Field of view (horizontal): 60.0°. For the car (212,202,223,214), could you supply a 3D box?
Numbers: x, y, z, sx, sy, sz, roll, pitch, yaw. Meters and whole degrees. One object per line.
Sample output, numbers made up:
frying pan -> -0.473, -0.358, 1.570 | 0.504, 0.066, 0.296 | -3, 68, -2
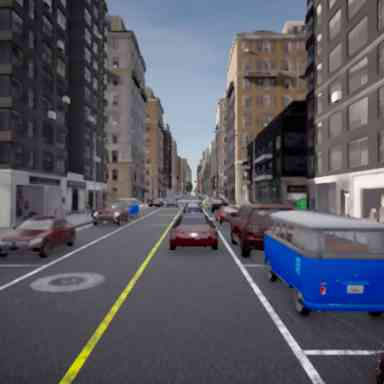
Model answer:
car -> 2.689, 1.660, 24.324 | 1.802, 1.307, 4.206 | 1, 0, 0

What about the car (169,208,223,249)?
car -> 0.082, 1.611, 14.705 | 1.994, 1.385, 4.181 | 0, 0, 0

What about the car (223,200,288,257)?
car -> 2.685, 1.356, 12.978 | 2.192, 1.841, 5.009 | 1, 0, 0

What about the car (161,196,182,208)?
car -> -3.055, 1.714, 50.933 | 2.033, 1.411, 5.357 | 0, 0, 0

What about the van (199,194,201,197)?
van -> 2.716, 1.549, 64.038 | 1.690, 1.788, 3.998 | 1, 0, 0

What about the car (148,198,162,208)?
car -> -5.819, 1.738, 52.700 | 1.947, 1.339, 4.313 | 1, 0, 0

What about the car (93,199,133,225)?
car -> -5.835, 1.519, 24.336 | 1.967, 1.590, 4.097 | 1, 0, 0

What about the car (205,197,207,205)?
car -> 3.176, 1.676, 46.108 | 1.812, 1.442, 4.674 | 0, 0, 0

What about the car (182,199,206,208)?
car -> 0.094, 1.624, 30.288 | 1.812, 1.442, 4.674 | 0, 0, 0

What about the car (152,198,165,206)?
car -> -5.816, 1.735, 58.372 | 1.887, 1.381, 4.507 | 1, 0, 0

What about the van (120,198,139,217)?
van -> -5.831, 1.439, 30.009 | 1.690, 1.788, 3.998 | 1, 0, 0

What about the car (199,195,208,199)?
car -> 2.711, 1.716, 58.534 | 1.752, 1.417, 4.829 | 1, 0, 0

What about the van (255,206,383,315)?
van -> 2.681, 1.364, 7.305 | 1.690, 1.788, 3.998 | 1, 0, 0

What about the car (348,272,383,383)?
car -> 2.675, 1.587, 1.631 | 1.802, 1.307, 4.206 | 1, 0, 0

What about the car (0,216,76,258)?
car -> -5.843, 1.624, 12.990 | 1.802, 1.307, 4.206 | 1, 0, 0

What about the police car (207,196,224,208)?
police car -> 3.157, 1.552, 39.218 | 1.930, 1.638, 5.238 | 0, 0, 0
